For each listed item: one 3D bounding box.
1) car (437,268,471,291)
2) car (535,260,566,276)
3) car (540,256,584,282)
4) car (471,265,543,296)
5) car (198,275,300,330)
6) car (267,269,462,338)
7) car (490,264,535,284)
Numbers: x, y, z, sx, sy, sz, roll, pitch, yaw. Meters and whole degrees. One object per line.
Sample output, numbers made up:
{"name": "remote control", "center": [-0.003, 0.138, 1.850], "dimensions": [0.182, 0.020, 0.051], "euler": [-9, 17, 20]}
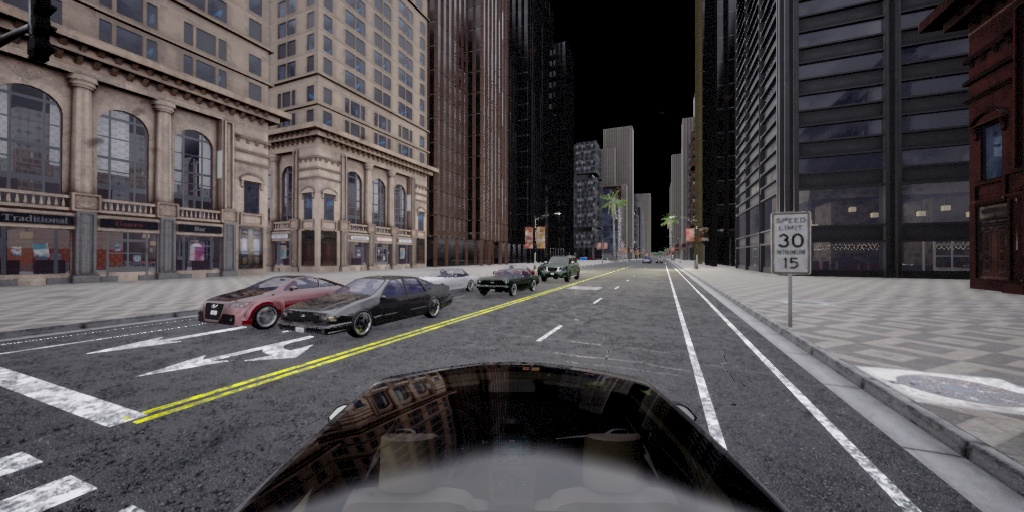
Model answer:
{"name": "car", "center": [-3.687, 1.357, 19.370], "dimensions": [1.895, 1.301, 4.718], "euler": [0, 0, 23]}
{"name": "car", "center": [4.198, 1.250, 37.932], "dimensions": [1.882, 1.535, 5.008], "euler": [0, 0, 23]}
{"name": "car", "center": [4.065, 0.986, 29.354], "dimensions": [2.150, 2.045, 5.566], "euler": [0, 0, 23]}
{"name": "car", "center": [-0.102, 1.357, 19.502], "dimensions": [1.895, 1.301, 4.718], "euler": [0, 0, 23]}
{"name": "car", "center": [-7.092, 1.316, 11.297], "dimensions": [1.994, 1.385, 4.181], "euler": [0, 0, 23]}
{"name": "car", "center": [-3.834, 1.299, 10.669], "dimensions": [2.033, 1.411, 5.357], "euler": [0, 0, 23]}
{"name": "car", "center": [0.191, 1.364, 28.545], "dimensions": [1.895, 1.301, 4.718], "euler": [0, 0, 23]}
